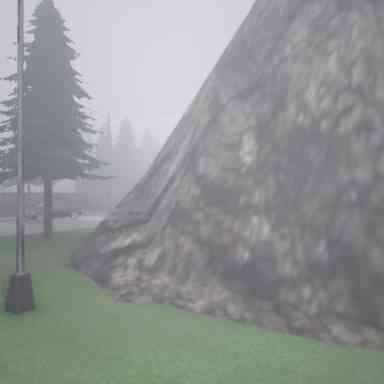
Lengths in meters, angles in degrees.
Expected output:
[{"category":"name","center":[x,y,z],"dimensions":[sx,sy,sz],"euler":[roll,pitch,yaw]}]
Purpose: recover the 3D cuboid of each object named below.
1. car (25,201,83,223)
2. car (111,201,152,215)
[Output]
[{"category":"car","center":[-10.644,1.437,25.304],"dimensions":[2.128,1.511,4.902],"euler":[0,0,33]},{"category":"car","center":[-5.906,1.540,33.320],"dimensions":[1.895,1.301,4.718],"euler":[0,0,27]}]
